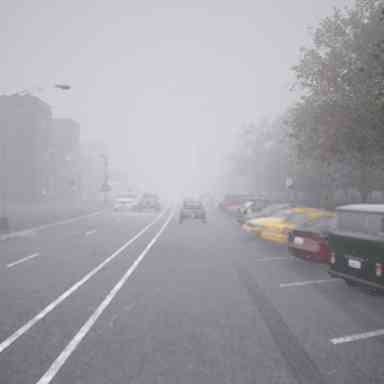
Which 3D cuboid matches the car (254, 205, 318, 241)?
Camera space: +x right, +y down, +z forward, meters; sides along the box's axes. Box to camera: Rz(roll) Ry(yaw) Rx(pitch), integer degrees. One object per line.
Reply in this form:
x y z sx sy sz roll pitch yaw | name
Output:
5.480 1.463 13.580 5.366 1.575 1.946 1 0 -20 | car

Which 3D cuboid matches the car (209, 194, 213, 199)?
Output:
4.884 1.356 40.253 4.674 1.452 2.002 1 0 -22 | car

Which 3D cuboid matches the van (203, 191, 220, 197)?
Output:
4.441 1.015 49.068 4.442 1.987 1.878 1 1 -23 | van

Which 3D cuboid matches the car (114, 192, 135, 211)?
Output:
-7.416 1.072 38.067 2.150 2.045 5.566 0 1 -2 | car

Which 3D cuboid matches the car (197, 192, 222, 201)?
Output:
3.496 0.986 66.904 4.553 1.767 2.185 1 0 -24 | car

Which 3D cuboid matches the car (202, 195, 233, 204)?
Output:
4.254 1.235 55.052 4.674 1.452 2.002 1 1 -23 | car

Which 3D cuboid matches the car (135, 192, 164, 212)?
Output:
-4.577 1.083 36.797 2.150 2.045 5.566 0 0 -2 | car

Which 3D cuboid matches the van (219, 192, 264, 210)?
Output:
5.245 1.155 31.390 4.442 1.987 1.878 1 0 -21 | van

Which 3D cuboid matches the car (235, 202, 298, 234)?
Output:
5.129 1.449 16.421 5.366 1.575 1.946 1 1 -20 | car

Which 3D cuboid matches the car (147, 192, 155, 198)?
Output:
-9.758 0.667 79.334 1.882 1.535 5.008 0 0 -5 | car

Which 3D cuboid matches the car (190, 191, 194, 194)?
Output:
2.827 1.089 75.788 4.792 1.488 2.163 1 1 -25 | car

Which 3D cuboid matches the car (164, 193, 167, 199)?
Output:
-6.846 0.896 78.157 1.994 1.385 4.181 0 0 -5 | car

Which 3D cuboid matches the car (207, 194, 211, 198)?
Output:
4.766 1.331 43.198 4.674 1.452 2.002 0 1 -22 | car

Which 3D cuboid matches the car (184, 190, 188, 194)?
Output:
1.205 0.980 93.546 5.008 1.535 2.097 1 0 -26 | car

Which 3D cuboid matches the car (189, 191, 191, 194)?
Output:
2.602 1.044 78.763 5.008 1.535 2.097 1 0 -25 | car

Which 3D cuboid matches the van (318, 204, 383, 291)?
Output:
5.409 1.253 7.635 4.442 1.987 1.878 1 0 -20 | van

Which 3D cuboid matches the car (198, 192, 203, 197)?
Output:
4.233 1.213 52.011 5.366 1.575 1.946 1 1 -23 | car

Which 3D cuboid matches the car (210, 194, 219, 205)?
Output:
5.160 1.337 37.353 5.366 1.575 1.946 1 0 -22 | car

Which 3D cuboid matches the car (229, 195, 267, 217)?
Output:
5.242 1.303 22.421 4.553 1.767 2.185 1 0 -21 | car

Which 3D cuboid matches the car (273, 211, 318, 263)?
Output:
5.328 1.501 10.565 4.792 1.488 2.163 1 0 -20 | car

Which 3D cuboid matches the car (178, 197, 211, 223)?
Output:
0.015 1.420 25.144 2.128 1.511 4.902 0 0 -1 | car

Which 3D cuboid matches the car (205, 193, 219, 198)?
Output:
4.670 1.306 46.151 4.674 1.452 2.002 1 0 -23 | car

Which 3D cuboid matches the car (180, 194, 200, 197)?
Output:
-0.444 1.355 43.040 2.033 1.411 5.357 0 0 -2 | car

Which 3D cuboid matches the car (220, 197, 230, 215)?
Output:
5.193 1.437 28.372 4.674 1.452 2.002 1 1 -21 | car

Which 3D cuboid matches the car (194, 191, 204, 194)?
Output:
3.942 0.900 60.997 5.566 2.045 2.435 1 0 -24 | car

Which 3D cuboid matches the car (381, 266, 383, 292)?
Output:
5.330 1.357 4.637 4.553 1.767 2.185 1 0 -20 | car

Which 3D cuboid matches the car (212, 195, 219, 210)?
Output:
5.061 1.359 34.315 5.008 1.535 2.097 1 0 -22 | car

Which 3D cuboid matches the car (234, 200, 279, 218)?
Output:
5.299 1.443 19.458 4.892 1.521 2.231 1 1 -20 | car

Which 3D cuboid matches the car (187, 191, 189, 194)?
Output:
2.087 1.016 84.678 5.008 1.535 2.097 1 0 -26 | car
